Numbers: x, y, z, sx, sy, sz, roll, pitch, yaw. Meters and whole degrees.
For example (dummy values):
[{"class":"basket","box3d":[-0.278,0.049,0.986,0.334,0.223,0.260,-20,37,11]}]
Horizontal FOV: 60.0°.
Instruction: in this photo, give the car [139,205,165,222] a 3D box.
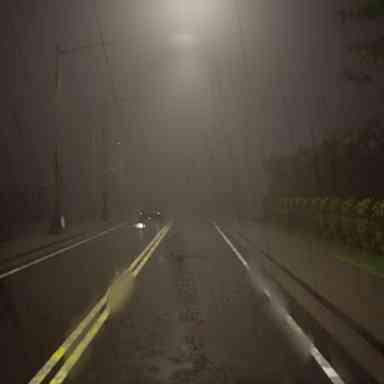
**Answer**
[{"class":"car","box3d":[-3.503,1.884,29.641,1.895,1.301,4.718,0,-1,0]}]

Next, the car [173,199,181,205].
[{"class":"car","box3d":[-3.504,2.260,77.555,1.812,1.442,4.674,0,-1,0]}]
